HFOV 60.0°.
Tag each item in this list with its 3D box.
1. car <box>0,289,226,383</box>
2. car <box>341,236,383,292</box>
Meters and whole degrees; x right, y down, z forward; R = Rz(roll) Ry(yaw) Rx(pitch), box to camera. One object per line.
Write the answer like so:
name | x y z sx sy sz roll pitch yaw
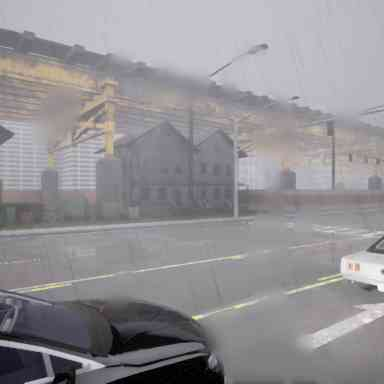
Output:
car | -1.918 1.492 2.378 4.902 1.511 2.128 0 0 -35
car | 5.602 1.600 7.759 4.718 1.301 1.895 0 0 -35
